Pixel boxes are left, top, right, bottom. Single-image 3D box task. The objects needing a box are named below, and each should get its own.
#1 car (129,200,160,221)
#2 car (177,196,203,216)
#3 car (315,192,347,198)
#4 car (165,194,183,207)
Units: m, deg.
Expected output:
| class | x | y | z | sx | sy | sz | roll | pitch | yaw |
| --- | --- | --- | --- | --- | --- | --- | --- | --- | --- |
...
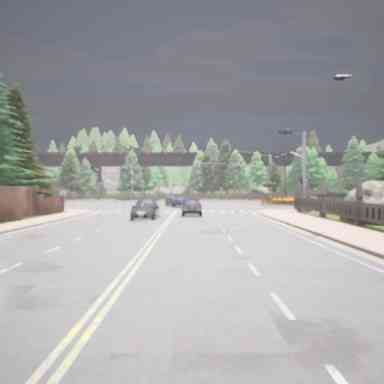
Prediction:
| class | x | y | z | sx | sy | sz | roll | pitch | yaw |
| --- | --- | --- | --- | --- | --- | --- | --- | --- | --- |
| car | -3.548 | 1.353 | 25.662 | 2.128 | 1.511 | 4.902 | 0 | 0 | 1 |
| car | 0.001 | 1.384 | 30.088 | 2.033 | 1.411 | 5.357 | 0 | 0 | 0 |
| car | 18.502 | 0.992 | 42.195 | 5.566 | 2.045 | 2.150 | 0 | 0 | 1 |
| car | -2.269 | 1.105 | 45.490 | 2.097 | 1.767 | 4.553 | 0 | 0 | -20 |
